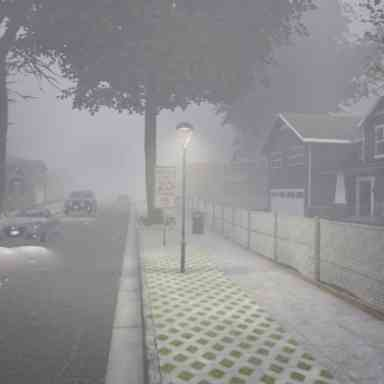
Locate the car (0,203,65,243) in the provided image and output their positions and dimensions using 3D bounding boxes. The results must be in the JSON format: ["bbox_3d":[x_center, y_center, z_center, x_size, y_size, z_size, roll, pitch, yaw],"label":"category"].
[{"bbox_3d":[-7.198,1.375,14.721,1.994,1.385,4.181,1,0,-11],"label":"car"}]

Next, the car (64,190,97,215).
[{"bbox_3d":[-9.687,0.870,29.228,2.150,2.045,5.566,1,0,-10],"label":"car"}]

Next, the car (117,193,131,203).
[{"bbox_3d":[-10.656,0.873,51.883,1.837,1.490,4.892,1,1,-10],"label":"car"}]
